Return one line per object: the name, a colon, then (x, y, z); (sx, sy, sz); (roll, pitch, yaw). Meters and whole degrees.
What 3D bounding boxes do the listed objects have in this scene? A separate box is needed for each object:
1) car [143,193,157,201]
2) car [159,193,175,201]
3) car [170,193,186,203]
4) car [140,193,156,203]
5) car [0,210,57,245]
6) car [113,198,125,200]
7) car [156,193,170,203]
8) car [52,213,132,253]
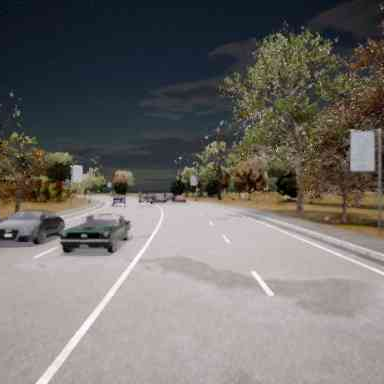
car: (-8.596, 0.974, 68.272); (1.837, 1.490, 4.892); (0, 0, -20)
car: (-5.309, 0.941, 69.478); (2.128, 1.511, 4.902); (0, 0, -20)
car: (-2.425, 1.194, 59.948); (1.994, 1.385, 4.181); (0, 0, -16)
car: (-6.470, 0.998, 46.070); (1.994, 1.385, 4.181); (0, 0, -10)
car: (-7.300, 1.515, 15.136); (1.994, 1.385, 4.181); (0, 0, -1)
car: (-9.909, 1.044, 45.421); (1.895, 1.301, 4.718); (0, 0, -10)
car: (-5.764, 1.199, 58.876); (1.994, 1.385, 4.181); (0, 0, -16)
car: (-3.756, 1.557, 13.663); (1.895, 1.301, 4.718); (0, 0, -1)
